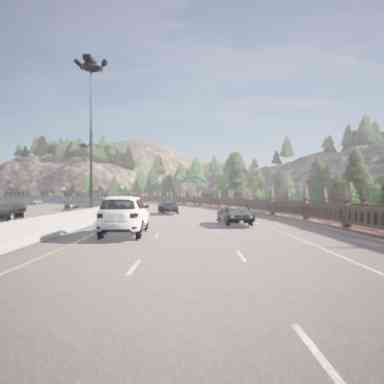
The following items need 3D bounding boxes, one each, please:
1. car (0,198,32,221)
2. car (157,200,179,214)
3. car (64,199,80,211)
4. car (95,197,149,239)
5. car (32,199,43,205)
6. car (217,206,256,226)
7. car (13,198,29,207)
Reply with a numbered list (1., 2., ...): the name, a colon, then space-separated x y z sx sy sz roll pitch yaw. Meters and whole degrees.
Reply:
1. car: -15.331 1.552 27.686 1.882 1.535 5.008 0 0 -10
2. car: -2.686 1.589 36.758 2.128 1.511 4.902 0 0 -12
3. car: -16.051 1.646 44.582 2.128 1.511 4.902 0 0 -19
4. car: -3.579 1.257 17.787 2.150 2.045 5.566 0 0 -3
5. car: -30.479 1.921 65.210 1.895 1.301 4.718 0 0 -33
6. car: 2.993 1.652 23.736 1.895 1.301 4.718 0 0 -5
7. car: -30.190 1.829 58.531 2.033 1.411 5.357 0 0 -32
